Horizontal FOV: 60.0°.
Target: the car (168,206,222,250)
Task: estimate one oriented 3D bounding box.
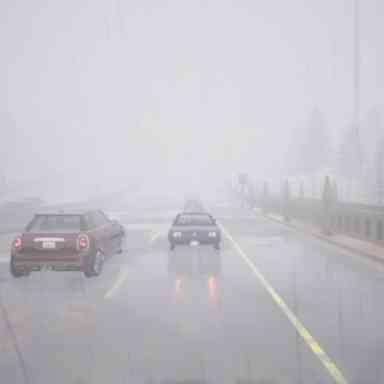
[{"bbox_3d":[0.094,1.467,13.677,1.895,1.301,4.718,0,1,0],"label":"car"}]

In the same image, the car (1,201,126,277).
[{"bbox_3d":[-3.405,1.254,10.046,2.097,1.767,4.553,0,1,0],"label":"car"}]

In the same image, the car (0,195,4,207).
[{"bbox_3d":[-21.018,1.053,34.990,1.812,1.442,4.674,0,2,0],"label":"car"}]

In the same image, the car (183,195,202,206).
[{"bbox_3d":[0.084,1.080,34.399,1.812,1.442,4.674,0,2,0],"label":"car"}]

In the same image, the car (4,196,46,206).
[{"bbox_3d":[-17.514,1.106,35.462,1.895,1.301,4.718,0,3,0],"label":"car"}]
